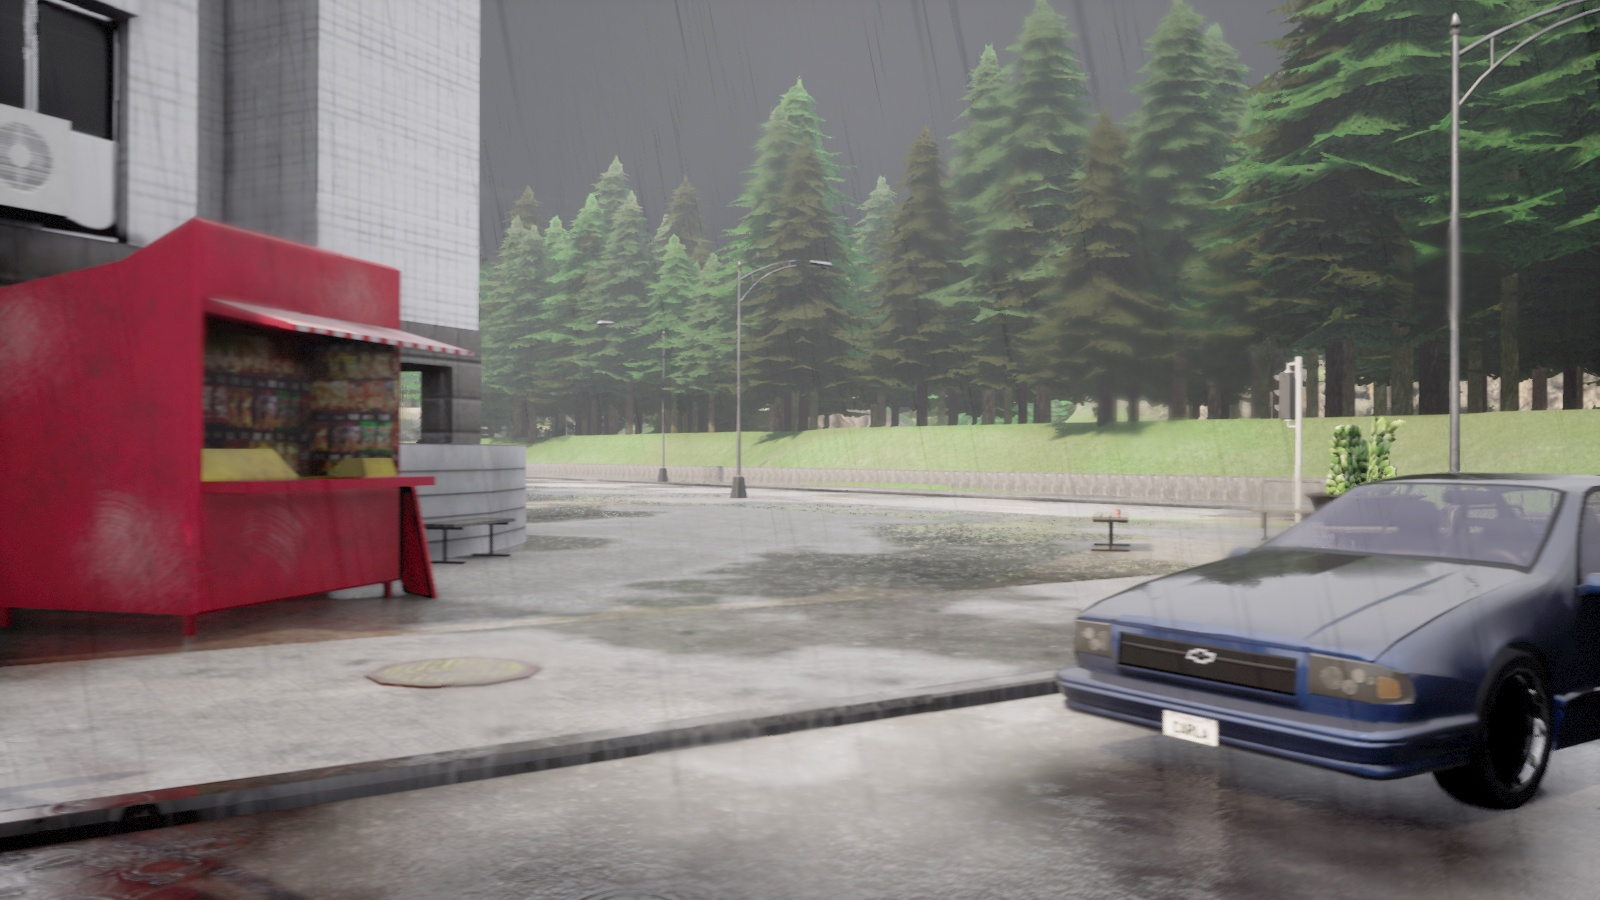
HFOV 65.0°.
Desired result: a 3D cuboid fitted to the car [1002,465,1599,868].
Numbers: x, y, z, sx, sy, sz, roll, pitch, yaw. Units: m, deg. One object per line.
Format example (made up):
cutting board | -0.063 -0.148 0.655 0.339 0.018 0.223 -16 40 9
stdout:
car | 3.785 0.812 6.887 5.357 1.411 2.033 0 0 -34
